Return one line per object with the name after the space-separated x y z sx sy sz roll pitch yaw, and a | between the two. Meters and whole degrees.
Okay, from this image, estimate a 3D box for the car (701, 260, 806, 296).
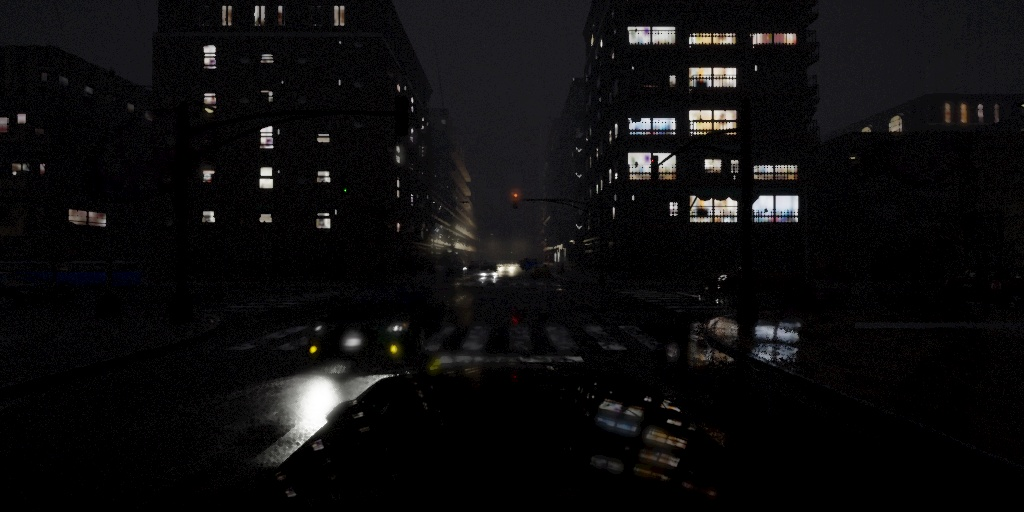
12.382 1.096 18.641 4.553 1.767 2.097 0 -1 1 | car

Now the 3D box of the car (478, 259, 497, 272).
-2.862 1.371 45.457 1.895 1.301 4.718 0 0 0 | car

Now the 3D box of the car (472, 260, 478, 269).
-5.444 1.363 52.963 1.802 1.307 4.207 0 0 0 | car

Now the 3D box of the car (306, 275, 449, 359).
-2.766 1.316 8.233 1.994 1.385 4.181 0 0 0 | car

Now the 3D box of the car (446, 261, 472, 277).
-5.531 1.315 35.990 2.007 1.370 4.403 0 0 0 | car

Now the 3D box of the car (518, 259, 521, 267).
2.436 1.096 53.041 2.192 1.841 5.009 0 0 0 | car

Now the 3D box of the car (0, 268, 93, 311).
-19.367 1.290 13.628 4.403 1.370 2.007 0 0 1 | car

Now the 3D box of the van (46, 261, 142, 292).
-24.858 1.189 21.580 3.998 1.789 1.690 0 0 1 | van

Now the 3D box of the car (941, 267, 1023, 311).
18.660 1.102 13.132 4.097 1.591 1.967 0 0 1 | car

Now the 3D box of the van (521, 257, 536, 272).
2.483 1.116 47.388 1.690 1.789 3.998 0 0 0 | van

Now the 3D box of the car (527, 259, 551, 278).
2.615 1.287 33.555 1.751 1.417 4.829 0 0 0 | car

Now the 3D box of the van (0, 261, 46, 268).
-30.452 1.200 21.653 3.998 1.789 1.690 0 0 1 | van
